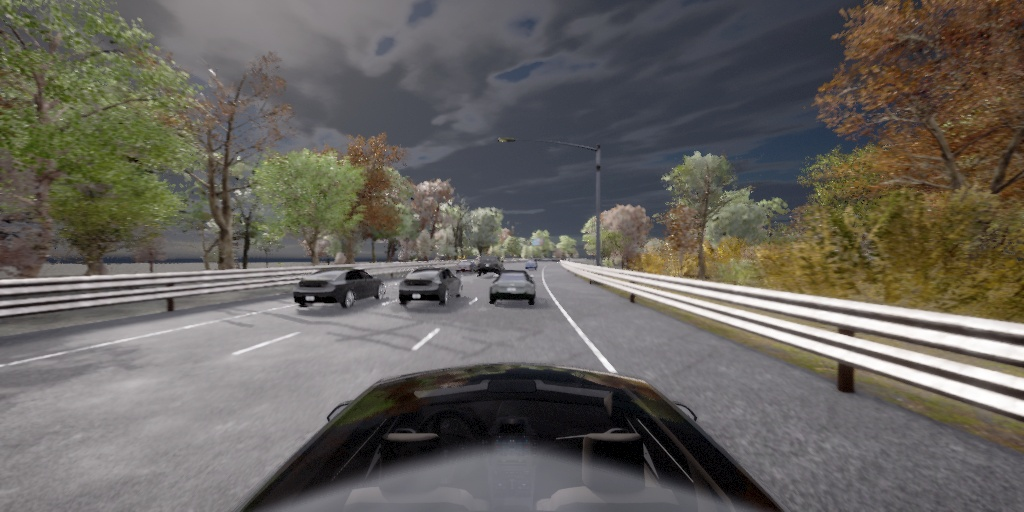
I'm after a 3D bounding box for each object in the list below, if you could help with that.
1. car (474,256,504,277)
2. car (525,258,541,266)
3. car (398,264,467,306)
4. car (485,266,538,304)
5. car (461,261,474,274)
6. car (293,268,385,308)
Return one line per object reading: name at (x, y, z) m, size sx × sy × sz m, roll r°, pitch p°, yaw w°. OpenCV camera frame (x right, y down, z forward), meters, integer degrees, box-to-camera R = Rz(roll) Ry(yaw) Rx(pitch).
car at (-2.136, 1.015, 36.883) m, size 2.150 × 2.045 × 5.566 m, roll 0°, pitch 0°, yaw 4°
car at (3.001, 1.390, 55.271) m, size 2.033 × 1.411 × 5.357 m, roll 0°, pitch 0°, yaw 6°
car at (-3.461, 1.262, 15.873) m, size 1.837 × 1.490 × 4.892 m, roll 0°, pitch 0°, yaw 3°
car at (0.086, 1.333, 16.669) m, size 1.994 × 1.385 × 4.181 m, roll 0°, pitch 0°, yaw 3°
car at (-5.227, 1.338, 42.084) m, size 2.033 × 1.411 × 5.357 m, roll 0°, pitch 0°, yaw 5°
car at (-7.005, 1.248, 15.065) m, size 1.837 × 1.490 × 4.892 m, roll 0°, pitch 0°, yaw 3°
